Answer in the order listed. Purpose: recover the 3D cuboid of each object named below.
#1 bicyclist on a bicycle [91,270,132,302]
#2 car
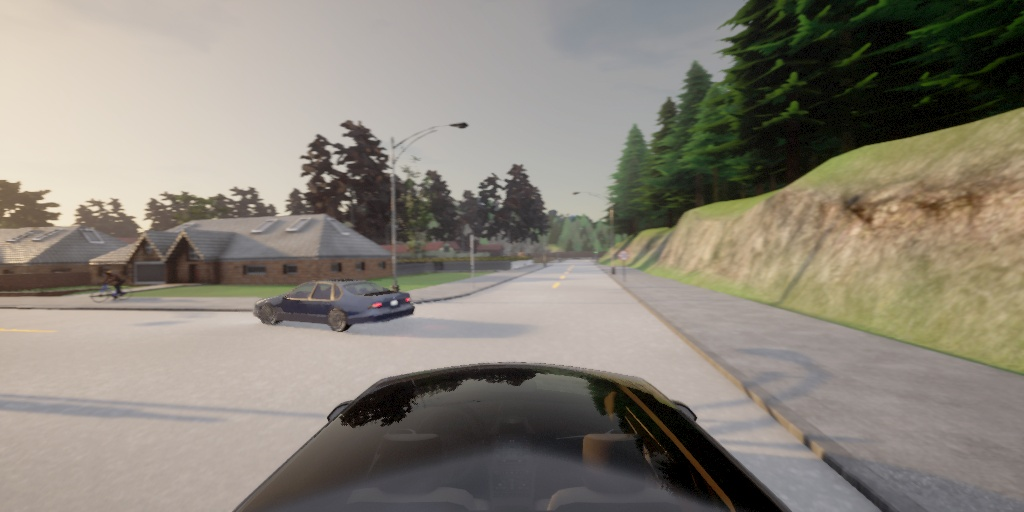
[{"bbox_3d":[-20.763,1.548,18.615,0.582,1.620,1.656,-1,0,11],"label":"bicyclist on a bicycle"},{"bbox_3d":[-5.612,1.419,11.150,5.357,1.411,2.033,-1,0,25],"label":"car"}]
